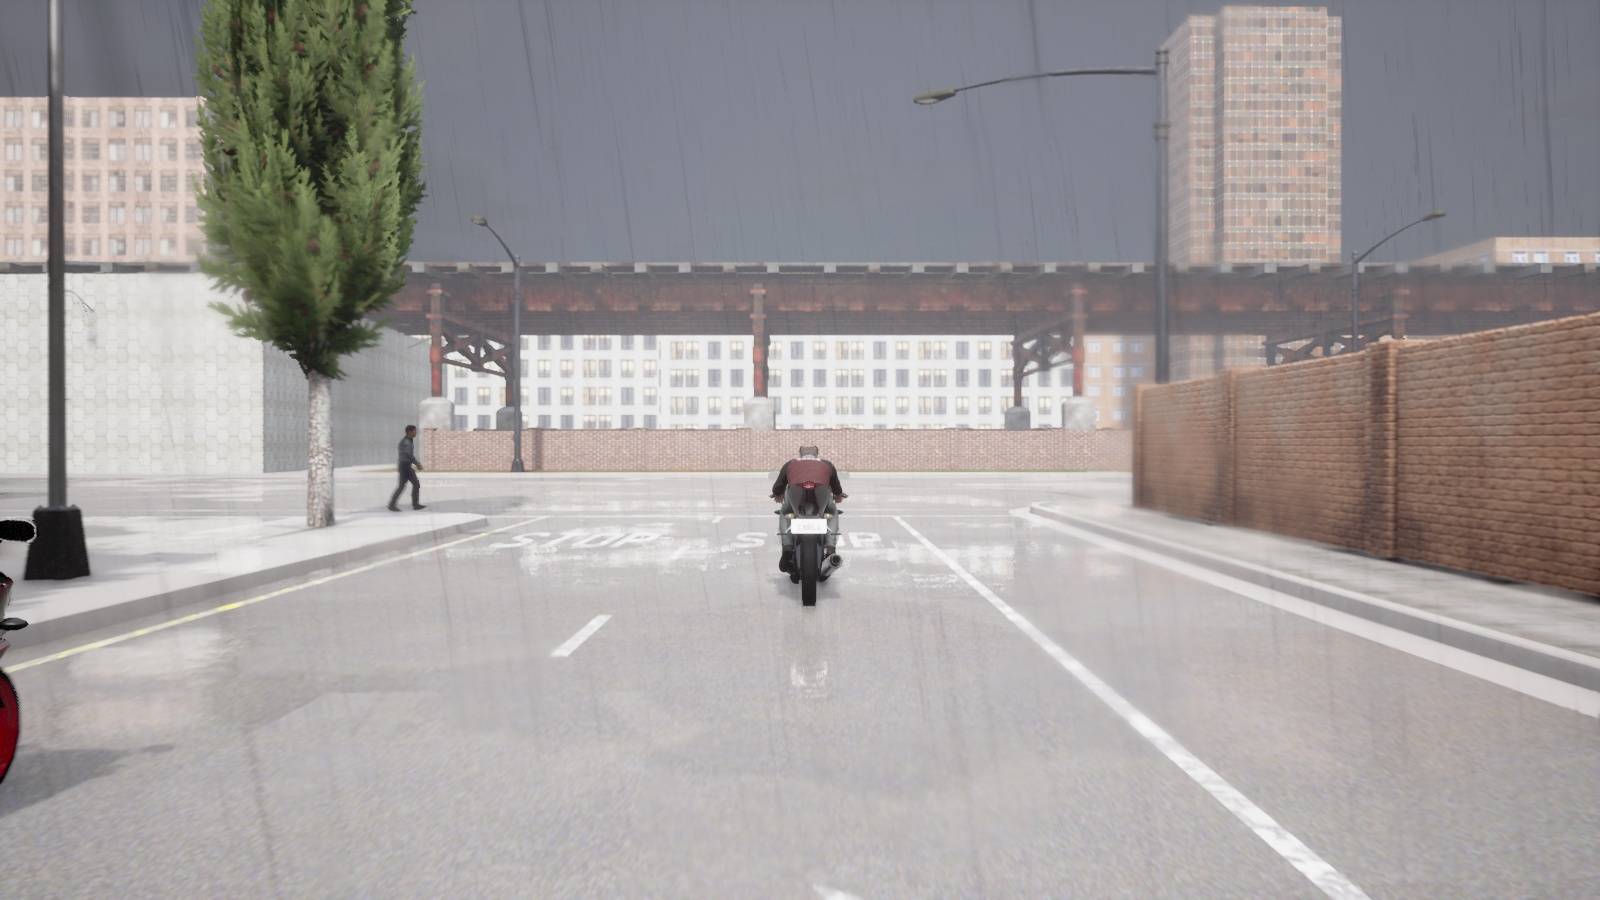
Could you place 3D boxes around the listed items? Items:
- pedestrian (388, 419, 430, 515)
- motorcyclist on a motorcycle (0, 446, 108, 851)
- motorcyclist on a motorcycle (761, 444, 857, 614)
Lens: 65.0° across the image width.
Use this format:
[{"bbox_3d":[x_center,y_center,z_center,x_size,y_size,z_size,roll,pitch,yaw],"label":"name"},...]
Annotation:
[{"bbox_3d":[-8.017,0.340,25.772,0.788,1.949,0.423,0,0,-11],"label":"pedestrian"},{"bbox_3d":[-3.460,0.754,4.383,0.866,1.530,2.191,0,0,0],"label":"motorcyclist on a motorcycle"},{"bbox_3d":[0.086,0.711,12.450,0.866,1.530,2.191,0,0,0],"label":"motorcyclist on a motorcycle"}]
